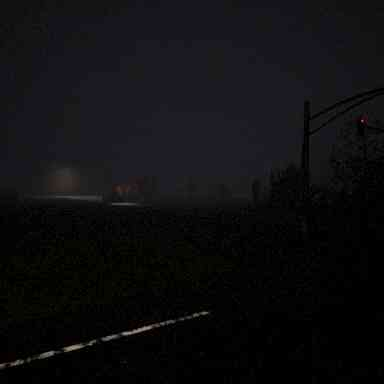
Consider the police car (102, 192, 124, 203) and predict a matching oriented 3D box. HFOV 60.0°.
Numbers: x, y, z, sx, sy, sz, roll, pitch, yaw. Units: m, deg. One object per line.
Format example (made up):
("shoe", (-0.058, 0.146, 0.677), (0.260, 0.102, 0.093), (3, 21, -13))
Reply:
("police car", (-11.805, 0.821, 49.790), (2.038, 1.542, 4.974), (1, 0, -32))
